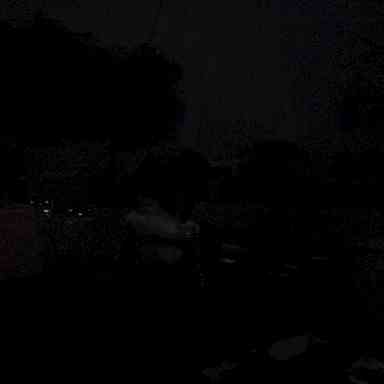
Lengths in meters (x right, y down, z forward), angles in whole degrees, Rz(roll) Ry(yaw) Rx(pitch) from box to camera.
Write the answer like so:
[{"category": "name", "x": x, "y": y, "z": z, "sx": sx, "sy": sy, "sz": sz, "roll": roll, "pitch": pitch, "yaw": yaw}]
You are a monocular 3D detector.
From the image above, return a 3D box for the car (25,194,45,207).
[{"category": "car", "x": -17.316, "y": 1.007, "z": 36.858, "sx": 1.837, "sy": 1.490, "sz": 4.892, "roll": 2, "pitch": -1, "yaw": -36}]

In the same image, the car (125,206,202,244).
[{"category": "car", "x": -1.485, "y": 1.379, "z": 15.217, "sx": 1.812, "sy": 1.442, "sz": 4.674, "roll": 2, "pitch": 0, "yaw": -36}]

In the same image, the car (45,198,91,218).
[{"category": "car", "x": -9.739, "y": 1.208, "z": 26.479, "sx": 2.033, "sy": 1.411, "sz": 5.357, "roll": 2, "pitch": 0, "yaw": -36}]
